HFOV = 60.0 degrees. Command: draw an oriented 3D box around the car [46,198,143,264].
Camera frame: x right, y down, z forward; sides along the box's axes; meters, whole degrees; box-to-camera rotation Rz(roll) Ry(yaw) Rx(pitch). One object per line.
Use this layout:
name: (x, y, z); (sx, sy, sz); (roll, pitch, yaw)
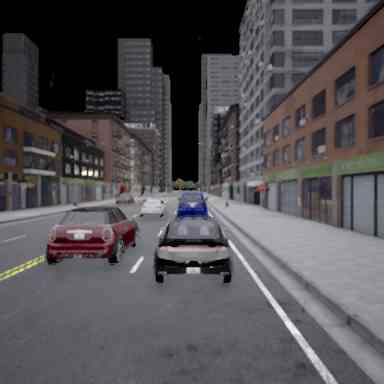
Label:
car: (-3.188, 1.260, 11.568); (2.097, 1.767, 4.553); (0, 0, 0)

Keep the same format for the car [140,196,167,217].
car: (-3.184, 1.307, 28.032); (1.812, 1.442, 4.674); (0, 1, 0)

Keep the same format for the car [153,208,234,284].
car: (0.050, 1.416, 9.359); (2.128, 1.511, 4.902); (0, 0, 1)

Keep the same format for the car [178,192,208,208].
car: (0.054, 1.023, 25.760); (2.150, 2.045, 5.566); (0, 1, 0)

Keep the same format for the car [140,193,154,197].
car: (-6.593, 0.992, 49.262); (2.097, 1.767, 4.553); (0, 0, 0)

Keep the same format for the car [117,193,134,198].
car: (-9.841, 0.993, 49.167); (2.097, 1.767, 4.553); (0, 0, 0)
